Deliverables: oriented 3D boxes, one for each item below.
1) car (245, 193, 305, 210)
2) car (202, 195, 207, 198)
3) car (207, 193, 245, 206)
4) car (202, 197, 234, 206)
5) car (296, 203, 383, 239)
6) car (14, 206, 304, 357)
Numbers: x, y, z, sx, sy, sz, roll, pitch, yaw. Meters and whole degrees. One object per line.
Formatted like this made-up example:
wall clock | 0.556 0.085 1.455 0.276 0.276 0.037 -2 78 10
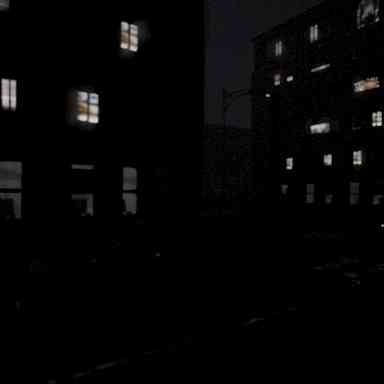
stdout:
car | 7.416 1.110 28.649 2.192 1.841 5.009 2 0 -36
car | 0.981 1.038 37.631 1.967 1.590 4.097 2 0 -36
car | 4.201 1.010 33.140 2.192 1.841 5.009 2 0 -36
car | 0.598 1.305 23.768 1.947 1.339 4.313 2 0 -36
car | 8.237 1.568 17.698 1.895 1.301 4.718 0 2 -36
car | -0.443 1.330 6.241 5.009 1.841 2.192 0 0 -35
